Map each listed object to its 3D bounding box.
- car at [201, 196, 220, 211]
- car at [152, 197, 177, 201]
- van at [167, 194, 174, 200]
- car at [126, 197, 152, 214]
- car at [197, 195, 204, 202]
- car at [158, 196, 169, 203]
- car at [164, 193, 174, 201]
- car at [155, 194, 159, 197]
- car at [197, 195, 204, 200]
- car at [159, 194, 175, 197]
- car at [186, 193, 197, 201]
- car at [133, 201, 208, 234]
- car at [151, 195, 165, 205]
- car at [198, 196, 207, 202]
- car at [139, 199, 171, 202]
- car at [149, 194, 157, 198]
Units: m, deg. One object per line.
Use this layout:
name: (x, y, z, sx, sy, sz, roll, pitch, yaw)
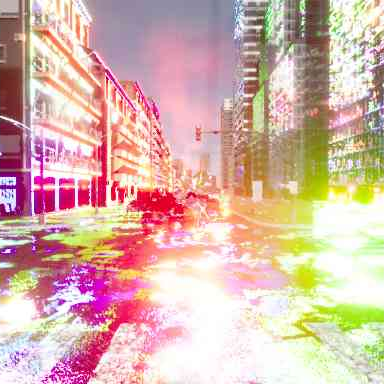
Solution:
car: (2.522, 1.540, 41.086, 1.887, 1.381, 4.507, -1, 0, 0)
car: (-3.207, 1.560, 39.067, 1.994, 1.385, 4.181, 0, 0, 0)
van: (-5.982, 1.350, 91.843, 1.690, 1.788, 3.998, -1, 0, 0)
car: (-5.808, 1.540, 35.355, 1.887, 1.381, 4.507, -1, 0, 0)
car: (2.453, 1.551, 63.682, 2.008, 1.369, 4.403, -1, 0, 0)
car: (-5.911, 1.584, 69.249, 1.802, 1.307, 4.206, -1, 0, 0)
car: (-5.966, 1.322, 86.195, 2.192, 1.841, 5.009, -1, 0, 0)
car: (-5.863, 1.312, 52.302, 2.192, 1.841, 5.009, -1, 0, 0)
car: (2.366, 1.535, 92.098, 1.752, 1.417, 4.829, -1, 0, 0)
car: (-3.237, 1.488, 49.189, 2.128, 1.511, 4.902, 0, 0, 0)
car: (-0.112, 1.223, 69.850, 2.150, 2.045, 5.566, 0, 0, 0)
car: (-1.047, 1.475, 18.987, 1.837, 1.490, 4.892, 2, 0, 25)
car: (-5.878, 1.439, 57.950, 1.967, 1.590, 4.097, -1, 0, 0)
car: (2.419, 1.548, 74.980, 1.887, 1.381, 4.507, -1, 0, 0)
car: (-3.187, 1.560, 29.141, 1.994, 1.385, 4.181, 0, 0, 0)
car: (-5.826, 1.436, 41.004, 1.967, 1.590, 4.097, -1, 0, 0)
